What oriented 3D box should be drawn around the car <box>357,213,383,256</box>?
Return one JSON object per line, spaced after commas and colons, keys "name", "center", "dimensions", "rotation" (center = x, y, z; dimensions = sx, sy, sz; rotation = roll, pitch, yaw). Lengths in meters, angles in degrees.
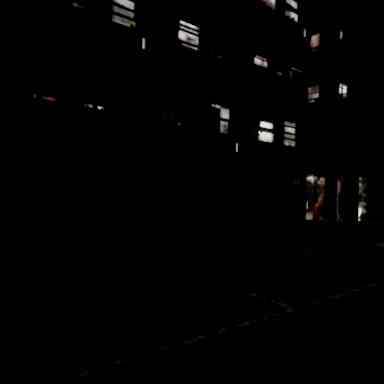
{"name": "car", "center": [8.251, 1.446, 12.418], "dimensions": [5.009, 1.841, 2.192], "rotation": [1, 1, -35]}
